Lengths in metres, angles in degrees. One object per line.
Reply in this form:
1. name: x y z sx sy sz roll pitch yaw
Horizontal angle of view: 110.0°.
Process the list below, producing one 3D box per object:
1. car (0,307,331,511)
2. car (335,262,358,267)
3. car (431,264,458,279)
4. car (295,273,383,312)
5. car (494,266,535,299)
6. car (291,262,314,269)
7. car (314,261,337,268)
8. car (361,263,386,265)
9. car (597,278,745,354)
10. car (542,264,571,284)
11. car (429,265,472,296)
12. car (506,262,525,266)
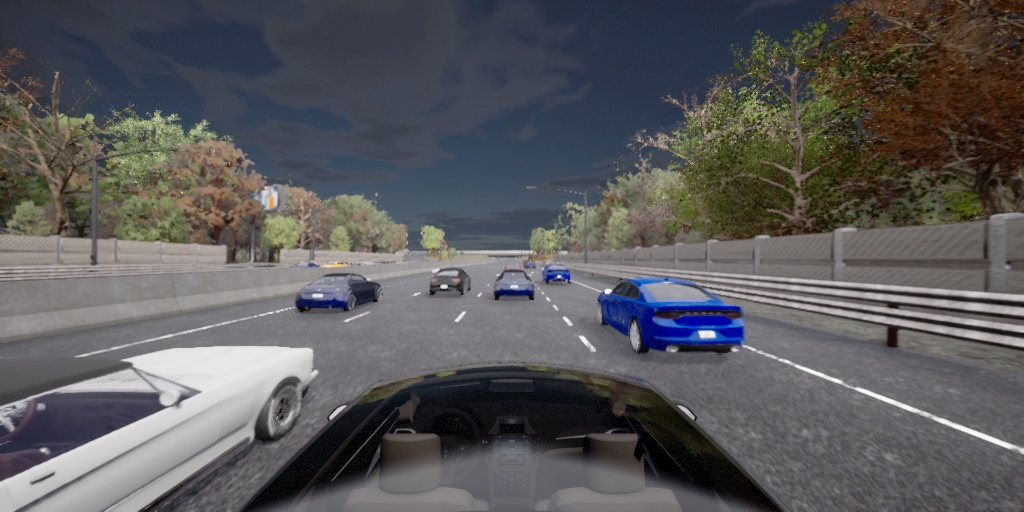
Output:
1. car: -3.400 1.355 2.430 1.895 1.301 4.718 0 0 0
2. car: -21.081 1.634 47.603 1.895 1.301 4.718 0 0 0
3. car: -6.892 1.568 37.183 1.895 1.301 4.718 0 0 0
4. car: -6.895 1.392 14.732 1.994 1.385 4.181 0 0 0
5. car: 0.105 1.416 18.771 1.994 1.385 4.181 0 0 0
6. car: -28.069 1.566 48.754 1.812 1.442 4.674 0 -1 0
7. car: -24.569 1.522 49.292 1.882 1.535 5.008 0 -1 0
8. car: -17.584 1.578 47.246 2.033 1.411 5.357 0 0 0
9. car: 3.501 1.269 8.910 1.882 1.535 5.008 0 0 0
10. car: 3.504 1.394 29.049 1.882 1.535 5.008 0 0 0
11. car: -3.397 1.387 20.245 1.812 1.442 4.674 0 0 0
12. car: 0.108 1.567 37.171 1.895 1.301 4.718 0 0 0
